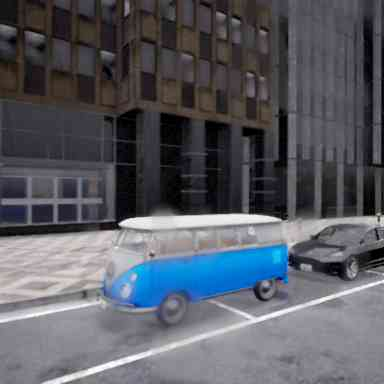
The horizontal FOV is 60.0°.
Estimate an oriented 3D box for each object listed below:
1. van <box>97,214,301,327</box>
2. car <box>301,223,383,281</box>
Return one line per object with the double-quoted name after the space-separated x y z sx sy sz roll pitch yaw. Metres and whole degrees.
0.215 1.374 6.807 3.998 1.788 1.690 1 -1 -36 "van"
4.801 1.645 10.081 4.313 1.339 1.947 1 -1 -36 "car"
